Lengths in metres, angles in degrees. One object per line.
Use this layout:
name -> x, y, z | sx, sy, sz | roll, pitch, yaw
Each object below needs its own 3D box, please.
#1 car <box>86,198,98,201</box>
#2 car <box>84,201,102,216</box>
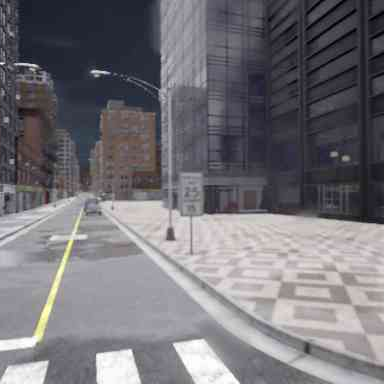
car -> -15.019, 1.890, 50.005 | 2.150, 2.045, 5.566 | 0, 0, -18
car -> -11.861, 2.115, 40.088 | 2.033, 1.411, 5.357 | 0, -1, -17
